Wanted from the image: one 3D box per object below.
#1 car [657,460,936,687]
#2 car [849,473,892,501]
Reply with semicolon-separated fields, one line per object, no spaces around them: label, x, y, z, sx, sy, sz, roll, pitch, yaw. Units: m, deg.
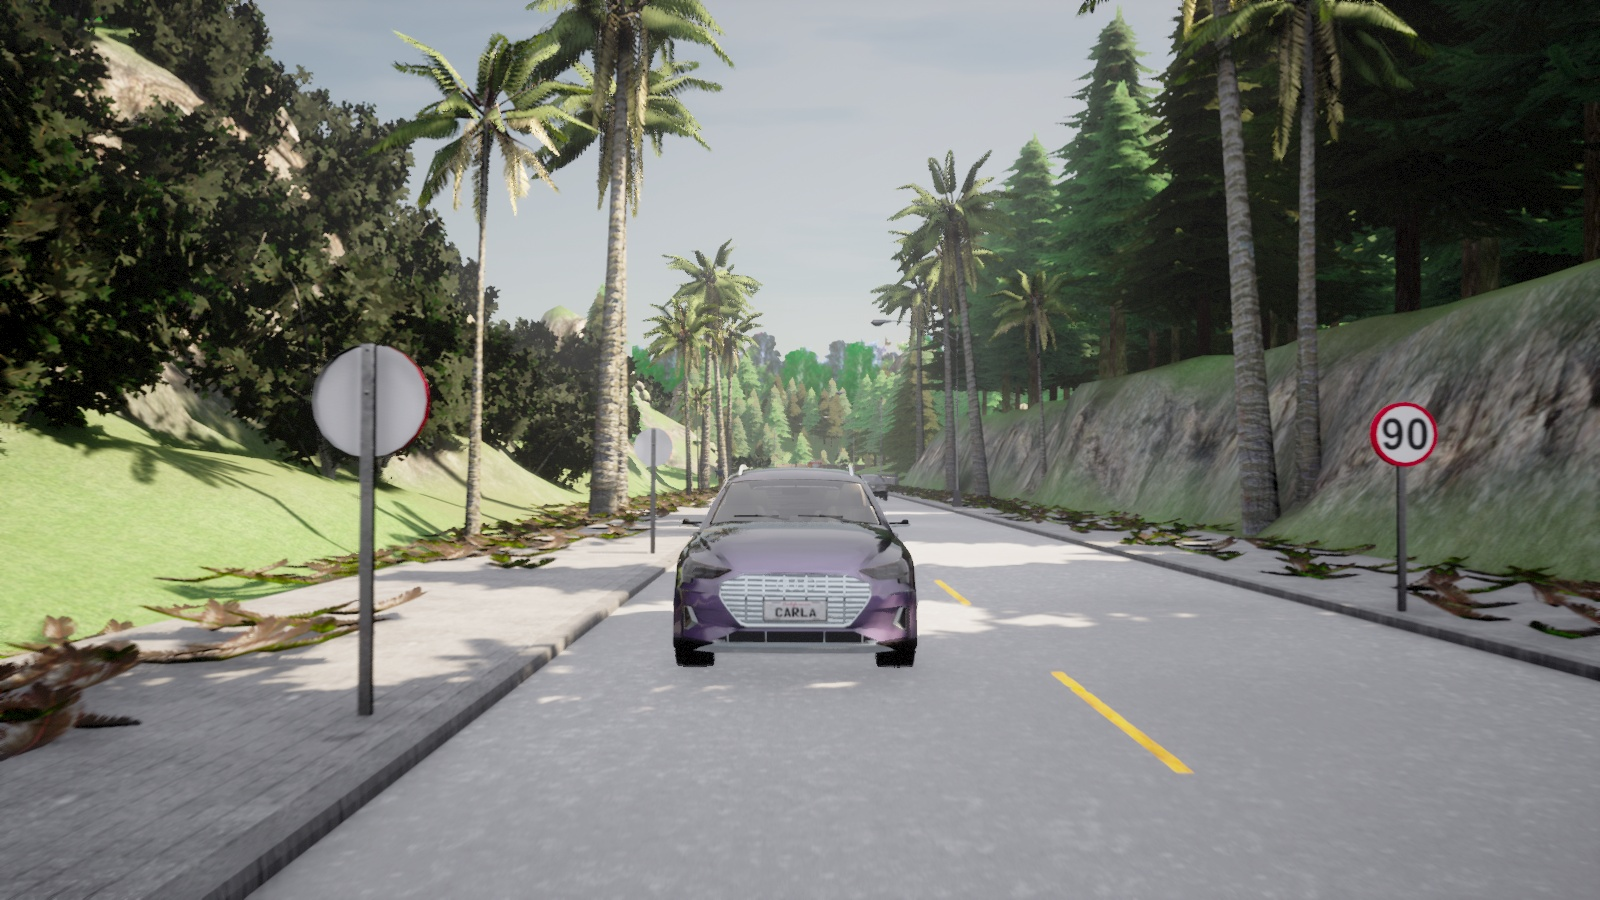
car;-0.033;0.939;11.588;2.033;1.649;4.856;0;-1;0
car;3.805;1.999;68.904;2.033;1.411;5.357;0;-1;0
